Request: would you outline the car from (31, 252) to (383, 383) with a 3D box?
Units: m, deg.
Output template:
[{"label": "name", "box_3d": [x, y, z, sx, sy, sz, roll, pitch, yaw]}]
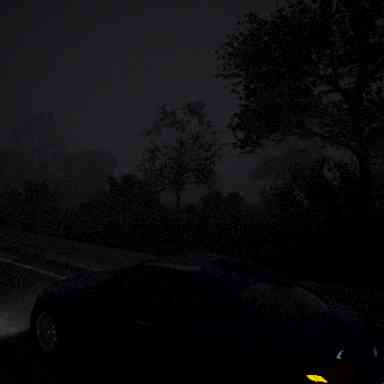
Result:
[{"label": "car", "box_3d": [-0.195, 1.531, 4.290, 4.674, 1.442, 1.812, 0, 0, 37]}]
